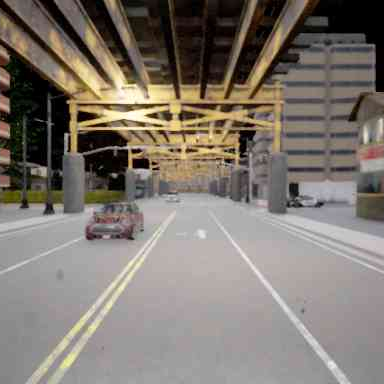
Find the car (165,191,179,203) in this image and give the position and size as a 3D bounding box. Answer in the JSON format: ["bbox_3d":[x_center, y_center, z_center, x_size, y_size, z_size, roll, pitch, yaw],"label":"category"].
[{"bbox_3d":[-3.486,0.835,58.587,2.150,2.045,5.566,0,2,0],"label":"car"}]

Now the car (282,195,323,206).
[{"bbox_3d":[13.320,1.030,40.025,4.536,1.218,1.853,0,0,-20],"label":"car"}]

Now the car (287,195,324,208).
[{"bbox_3d":[13.272,1.188,40.008,4.974,1.542,2.038,0,0,-20],"label":"car"}]

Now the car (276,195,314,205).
[{"bbox_3d":[13.646,0.998,44.143,4.536,1.218,1.853,0,0,25],"label":"car"}]

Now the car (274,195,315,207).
[{"bbox_3d":[13.599,1.155,44.166,4.974,1.542,2.038,0,0,25],"label":"car"}]

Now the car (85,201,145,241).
[{"bbox_3d":[-3.588,1.273,16.178,2.097,1.767,4.553,0,0,0],"label":"car"}]
